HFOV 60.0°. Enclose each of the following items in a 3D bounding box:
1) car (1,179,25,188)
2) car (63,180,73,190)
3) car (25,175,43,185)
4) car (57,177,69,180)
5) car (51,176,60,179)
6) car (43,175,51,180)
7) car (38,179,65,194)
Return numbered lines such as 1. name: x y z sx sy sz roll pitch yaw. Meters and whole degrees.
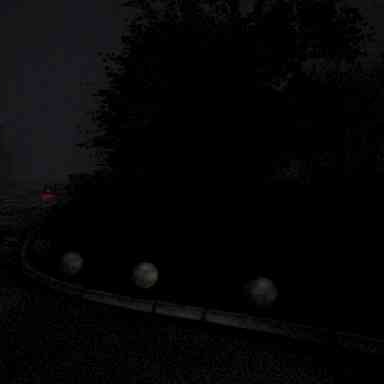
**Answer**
1. car: -33.173 -1.640 60.966 2.163 1.488 4.792 -1 4 -8
2. car: -16.000 -0.598 46.522 2.033 1.411 5.357 -1 4 -8
3. car: -34.687 -2.384 71.925 2.231 1.521 4.892 -1 4 -8
4. car: -20.632 -1.281 55.878 1.882 1.535 5.008 -1 4 -8
5. car: -36.783 -3.347 86.656 2.231 1.521 4.892 0 4 -7
6. car: -35.439 -2.991 77.335 2.435 2.045 5.566 -1 4 -8
7. car: -19.178 -0.602 45.934 1.837 1.490 4.892 -1 4 -8
